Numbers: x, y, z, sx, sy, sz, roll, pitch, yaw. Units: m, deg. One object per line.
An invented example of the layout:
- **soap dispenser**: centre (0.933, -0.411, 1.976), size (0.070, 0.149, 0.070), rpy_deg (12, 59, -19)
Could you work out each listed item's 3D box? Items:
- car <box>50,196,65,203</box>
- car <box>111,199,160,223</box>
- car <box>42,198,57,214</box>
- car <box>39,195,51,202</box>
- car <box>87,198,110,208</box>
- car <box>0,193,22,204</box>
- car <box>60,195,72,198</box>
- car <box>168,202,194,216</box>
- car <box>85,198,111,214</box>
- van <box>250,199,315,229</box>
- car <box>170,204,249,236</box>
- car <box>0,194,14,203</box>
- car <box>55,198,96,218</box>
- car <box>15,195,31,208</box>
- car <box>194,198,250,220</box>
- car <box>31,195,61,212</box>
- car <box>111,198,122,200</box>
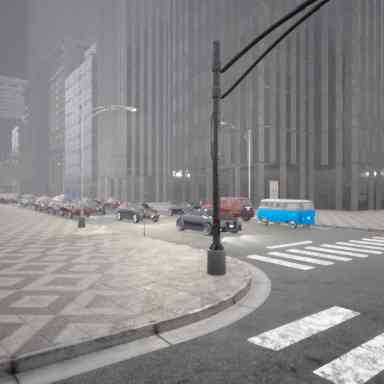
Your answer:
- **car**: centre (-27.306, 1.512, 67.589), size (1.752, 1.417, 4.829), rpy_deg (0, 0, -36)
- **car**: centre (-4.308, 1.537, 26.028), size (1.837, 1.490, 4.892), rpy_deg (0, 0, -36)
- **car**: centre (-14.134, 1.606, 35.119), size (1.802, 1.307, 4.206), rpy_deg (0, 0, -36)
- **car**: centre (-33.977, 1.482, 76.726), size (1.752, 1.417, 4.829), rpy_deg (0, 0, -35)
- **car**: centre (-13.893, 1.602, 49.237), size (1.802, 1.307, 4.206), rpy_deg (0, 0, -36)
- **car**: centre (-34.101, 1.299, 62.436), size (2.192, 1.841, 5.009), rpy_deg (0, 0, -36)
- **car**: centre (-20.444, 1.576, 53.355), size (1.994, 1.385, 4.181), rpy_deg (0, 0, -36)
- **car**: centre (-0.580, 1.599, 31.024), size (1.947, 1.339, 4.313), rpy_deg (0, 0, -36)
- **car**: centre (-10.437, 1.531, 34.427), size (1.837, 1.490, 4.892), rpy_deg (0, 0, -36)
- **van**: centre (6.077, 1.378, 21.916), size (1.690, 1.788, 3.998), rpy_deg (0, 0, -36)
- **car**: centre (0.878, 1.600, 18.932), size (1.994, 1.385, 4.181), rpy_deg (0, 0, -36)
- **car**: centre (-37.429, 1.286, 66.990), size (2.192, 1.841, 5.009), rpy_deg (0, 0, -36)
- **car**: centre (-10.806, 1.572, 30.566), size (1.887, 1.381, 4.507), rpy_deg (0, 0, -36)
- **car**: centre (-24.117, 1.563, 48.777), size (2.008, 1.369, 4.403), rpy_deg (0, 0, -36)
- **car**: centre (2.748, 1.351, 26.470), size (2.192, 1.841, 5.009), rpy_deg (0, 0, -36)
- **car**: centre (-17.462, 1.461, 39.672), size (1.967, 1.590, 4.097), rpy_deg (0, 0, -36)
- **car**: centre (-10.564, 1.464, 44.683), size (1.967, 1.590, 4.097), rpy_deg (0, 0, -36)
